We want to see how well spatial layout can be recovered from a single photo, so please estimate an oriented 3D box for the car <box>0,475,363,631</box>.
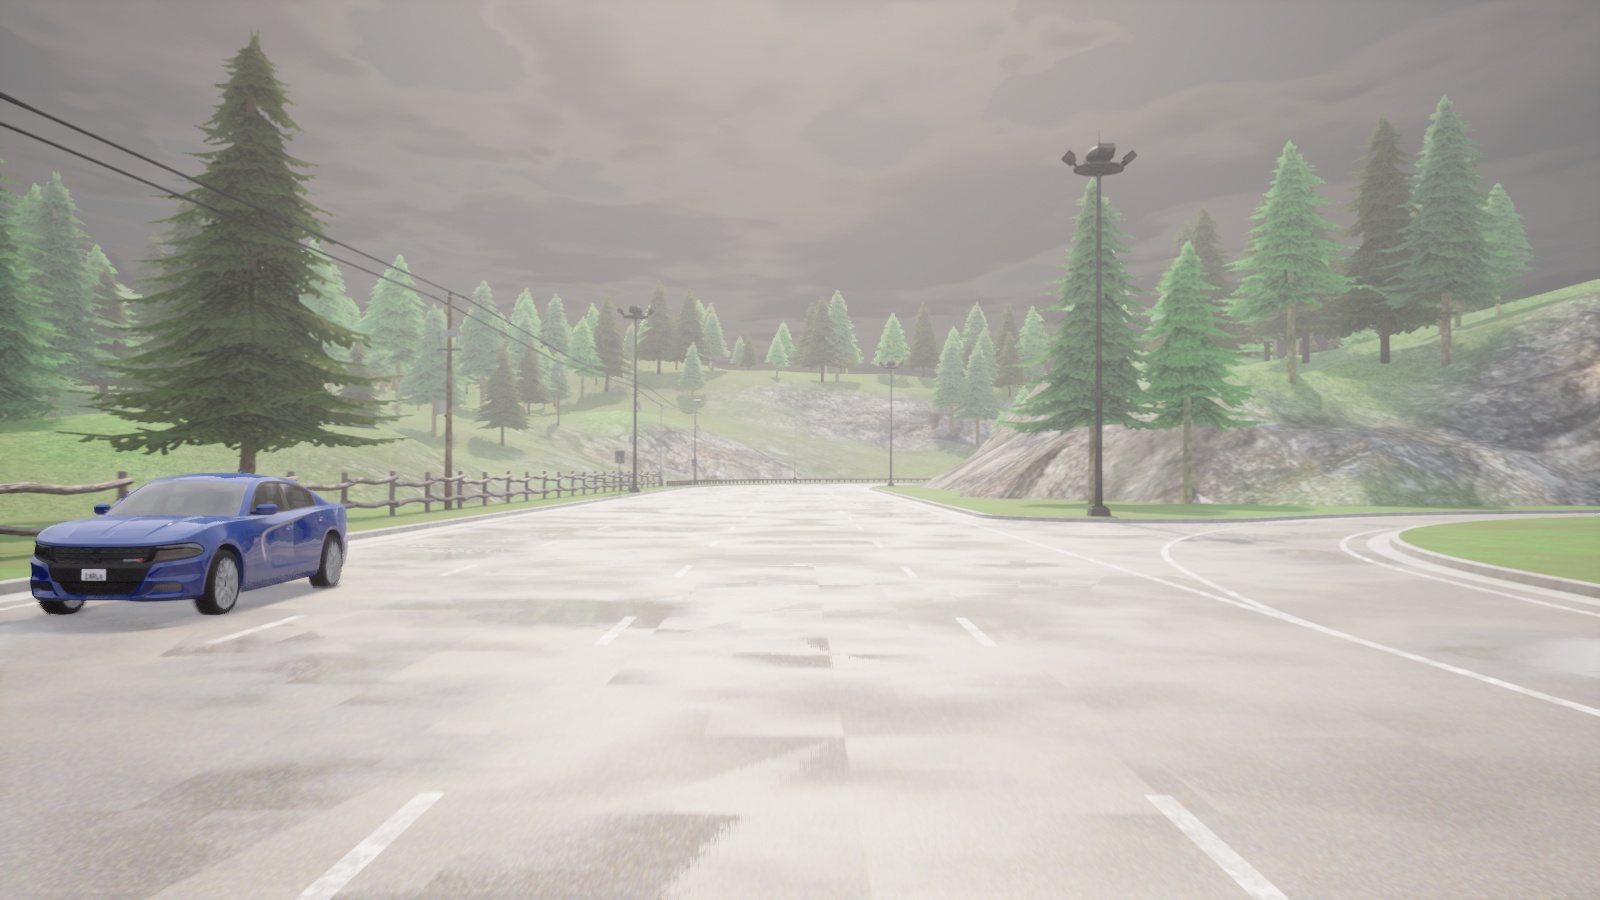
[{"bbox_3d":[-7.036,1.071,15.013,1.882,1.535,5.008,0,-1,0],"label":"car"}]
